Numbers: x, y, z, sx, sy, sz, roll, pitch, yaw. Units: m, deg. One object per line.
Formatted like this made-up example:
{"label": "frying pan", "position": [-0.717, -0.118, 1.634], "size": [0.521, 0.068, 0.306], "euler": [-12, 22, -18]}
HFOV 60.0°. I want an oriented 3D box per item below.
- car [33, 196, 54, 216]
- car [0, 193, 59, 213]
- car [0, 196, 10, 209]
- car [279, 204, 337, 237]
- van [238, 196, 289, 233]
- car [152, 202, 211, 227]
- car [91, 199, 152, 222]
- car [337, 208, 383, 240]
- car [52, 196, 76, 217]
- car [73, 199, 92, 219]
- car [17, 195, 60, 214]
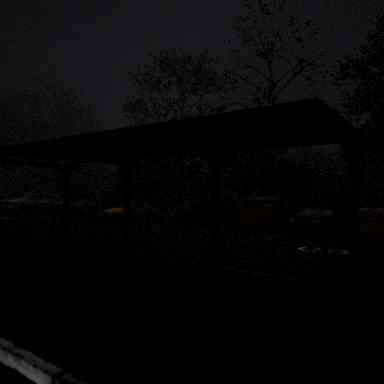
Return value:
{"label": "car", "position": [-11.468, 1.374, 30.777], "size": [2.097, 1.535, 5.008], "euler": [0, 0, 35]}
{"label": "car", "position": [-16.019, 1.095, 33.955], "size": [2.435, 2.045, 5.566], "euler": [0, 0, 35]}
{"label": "car", "position": [-25.083, 1.308, 40.366], "size": [2.163, 1.488, 4.792], "euler": [1, 0, 35]}
{"label": "car", "position": [6.653, 1.526, 17.948], "size": [2.002, 1.452, 4.674], "euler": [0, 0, 35]}
{"label": "van", "position": [4.458, 1.246, 19.647], "size": [1.878, 1.987, 4.442], "euler": [0, 0, 35]}
{"label": "car", "position": [-0.158, 1.473, 22.734], "size": [2.163, 1.488, 4.792], "euler": [0, 0, 35]}
{"label": "car", "position": [-4.781, 1.413, 25.813], "size": [1.946, 1.575, 5.366], "euler": [0, 0, 35]}
{"label": "car", "position": [8.920, 1.500, 16.342], "size": [2.097, 1.535, 5.008], "euler": [0, 0, 35]}
{"label": "car", "position": [-9.201, 1.389, 29.175], "size": [2.231, 1.521, 4.892], "euler": [0, 0, 35]}
{"label": "car", "position": [-6.923, 1.432, 27.591], "size": [2.163, 1.488, 4.792], "euler": [0, 0, 35]}
{"label": "car", "position": [-13.734, 1.360, 32.380], "size": [2.097, 1.535, 5.008], "euler": [0, 0, 35]}
